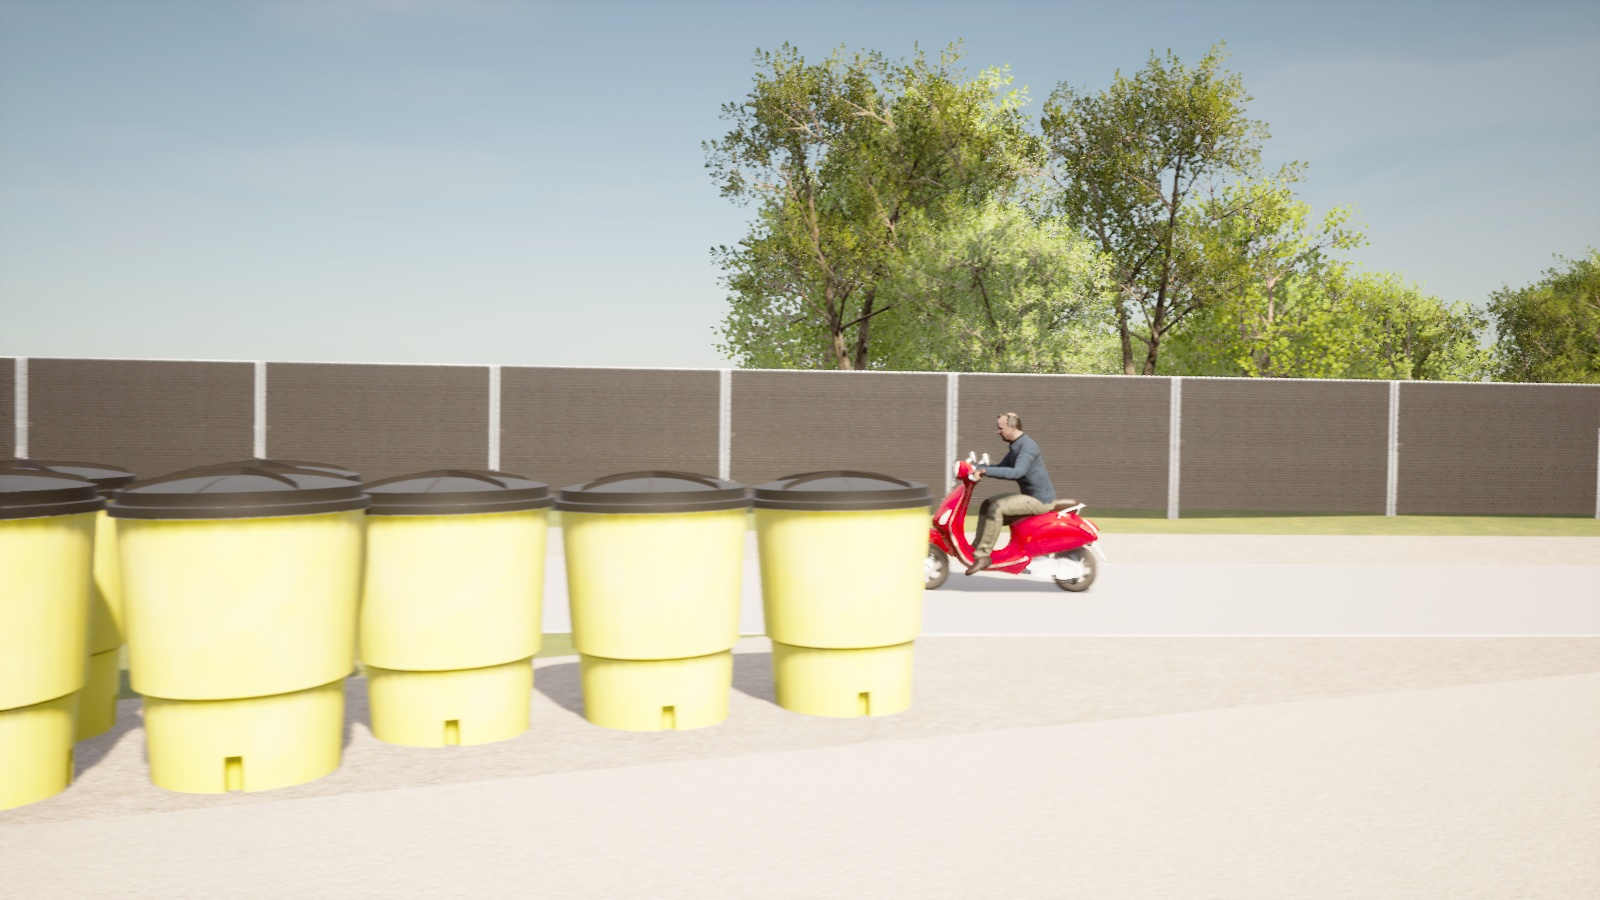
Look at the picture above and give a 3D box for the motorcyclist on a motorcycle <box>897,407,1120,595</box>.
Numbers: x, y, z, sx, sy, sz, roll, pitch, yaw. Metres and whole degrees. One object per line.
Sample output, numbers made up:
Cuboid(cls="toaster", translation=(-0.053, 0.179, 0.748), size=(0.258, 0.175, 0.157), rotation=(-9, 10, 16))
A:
Cuboid(cls="motorcyclist on a motorcycle", translation=(1.808, 0.425, 11.095), size=(1.817, 1.590, 0.866), rotation=(0, 1, -1))
